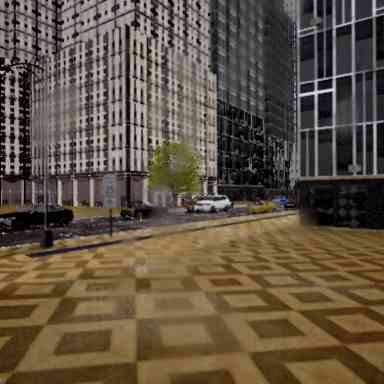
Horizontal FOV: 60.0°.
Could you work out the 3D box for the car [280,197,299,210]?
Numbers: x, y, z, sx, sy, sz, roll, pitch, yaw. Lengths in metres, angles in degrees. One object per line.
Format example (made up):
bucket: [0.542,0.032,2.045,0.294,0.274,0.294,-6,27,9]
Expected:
car: [14.556,1.775,47.540,1.947,1.339,4.313,-1,0,35]

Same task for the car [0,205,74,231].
car: [-10.149,1.595,21.902,2.128,1.511,4.902,0,0,33]

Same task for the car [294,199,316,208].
car: [17.788,1.776,52.231,2.008,1.369,4.403,-1,0,35]

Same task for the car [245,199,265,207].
car: [10.888,1.852,56.986,1.802,1.307,4.206,-1,0,35]

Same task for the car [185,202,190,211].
car: [1.189,1.530,42.915,2.192,1.841,5.009,-1,-1,35]

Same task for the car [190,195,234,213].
car: [2.503,1.416,40.234,2.150,2.045,5.566,0,0,35]

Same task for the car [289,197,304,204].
car: [23.819,1.874,75.752,1.887,1.381,4.507,-1,0,35]

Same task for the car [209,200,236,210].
car: [4.422,1.801,47.604,1.947,1.339,4.313,-1,-1,35]

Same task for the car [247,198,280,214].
car: [8.186,1.697,38.298,1.752,1.417,4.829,-1,-1,35]

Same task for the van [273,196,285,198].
van: [17.353,1.642,66.372,1.690,1.788,3.998,-1,0,35]

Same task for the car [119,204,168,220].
car: [-4.357,1.749,30.296,1.895,1.301,4.718,0,0,35]
